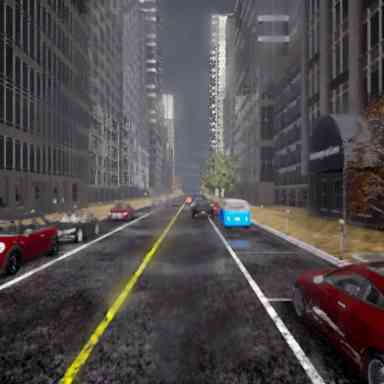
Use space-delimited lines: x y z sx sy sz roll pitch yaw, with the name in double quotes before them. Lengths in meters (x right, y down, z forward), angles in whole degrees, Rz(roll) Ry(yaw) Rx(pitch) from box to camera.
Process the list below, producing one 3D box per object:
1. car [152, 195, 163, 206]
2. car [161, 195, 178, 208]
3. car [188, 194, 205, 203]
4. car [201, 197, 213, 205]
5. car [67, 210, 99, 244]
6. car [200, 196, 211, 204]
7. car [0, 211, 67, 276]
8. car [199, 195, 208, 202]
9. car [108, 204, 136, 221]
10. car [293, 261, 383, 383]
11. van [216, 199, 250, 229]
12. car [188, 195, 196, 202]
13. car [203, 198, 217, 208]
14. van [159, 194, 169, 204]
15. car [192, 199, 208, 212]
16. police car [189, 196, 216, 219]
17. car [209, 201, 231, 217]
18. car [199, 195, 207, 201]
"car" -5.683 1.617 55.723 2.008 1.369 4.403 0 0 0
"car" -3.075 1.609 50.418 2.033 1.411 5.357 0 0 0
"car" 0.906 1.282 45.613 2.150 2.045 5.566 0 0 0
"car" 2.698 1.620 61.410 2.008 1.369 4.403 0 0 0
"car" -5.689 1.573 15.875 2.008 1.369 4.403 0 0 0
"car" 2.699 1.621 67.103 2.008 1.369 4.403 0 0 0
"car" -5.690 1.456 10.183 1.967 1.590 4.097 0 0 0
"car" 2.701 1.506 78.488 1.967 1.590 4.097 0 0 0
"car" -5.687 1.617 27.259 1.802 1.307 4.206 0 0 0
"car" 2.691 1.590 4.487 1.802 1.307 4.206 0 0 0
"van" 2.693 1.370 21.564 1.690 1.788 3.998 0 0 0
"car" 0.010 1.546 80.345 1.812 1.442 4.674 0 0 0
"car" 2.697 1.643 50.026 1.802 1.307 4.206 0 0 0
"van" -5.681 1.411 67.108 1.690 1.788 3.998 0 0 0
"car" 0.905 1.576 39.583 1.812 1.442 4.674 0 0 0
"police car" 0.904 1.464 29.693 1.930 1.638 5.238 0 0 0
"car" 2.694 1.624 32.948 1.802 1.307 4.206 0 0 0
"car" 2.701 1.504 84.180 1.967 1.590 4.097 0 0 0
